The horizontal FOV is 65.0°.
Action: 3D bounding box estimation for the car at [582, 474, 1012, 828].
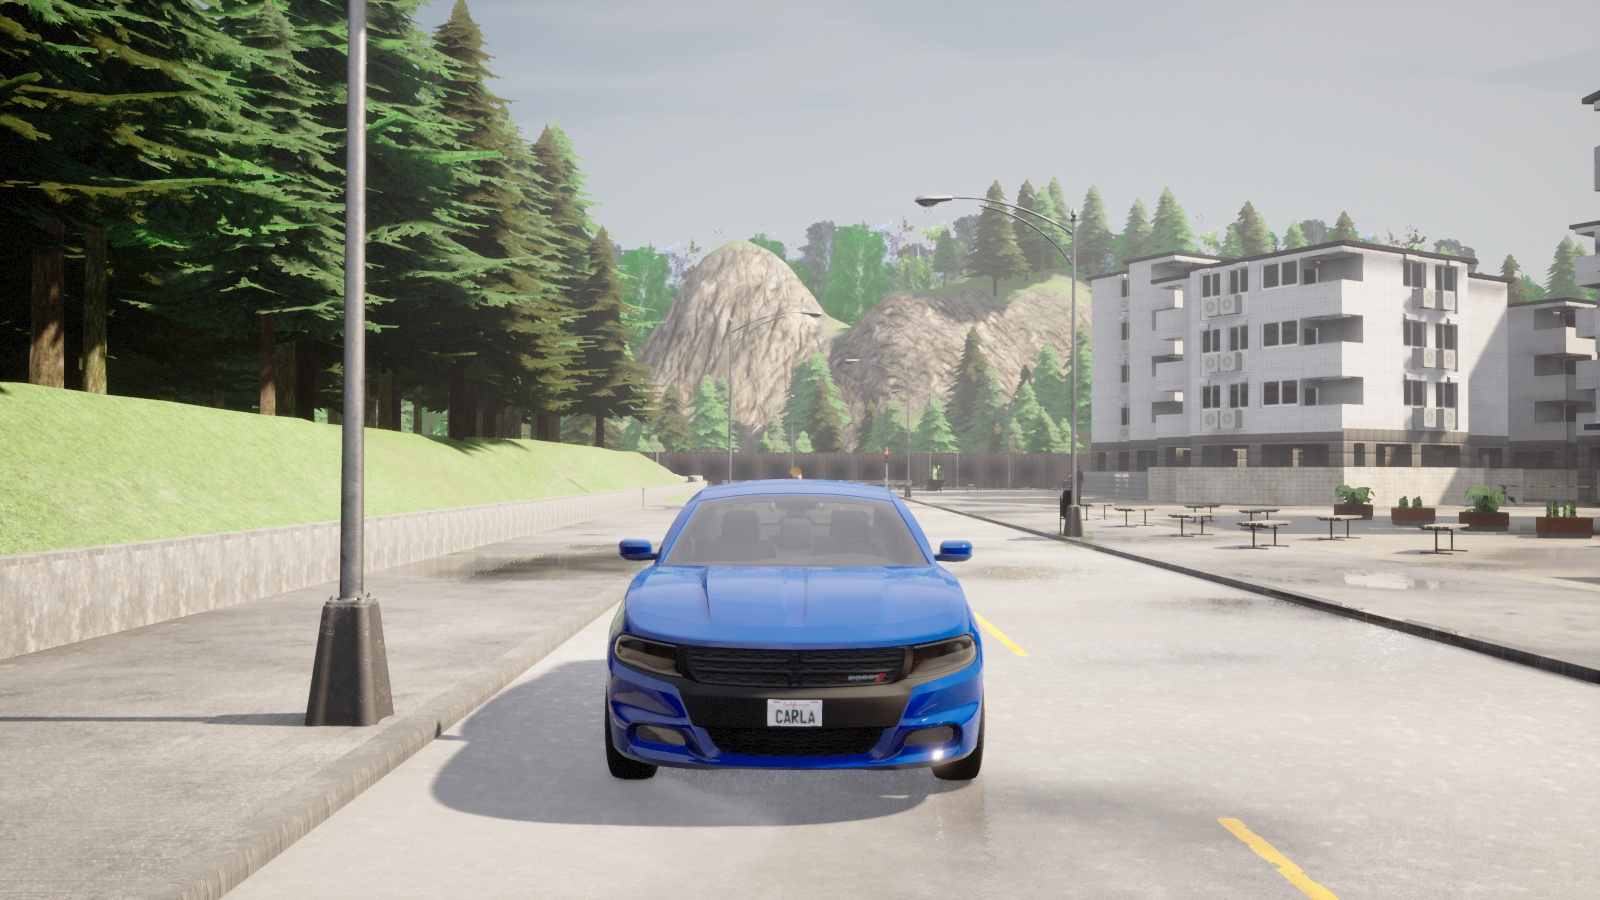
[{"bbox_3d":[-0.021,0.927,8.026,1.882,1.535,5.008,0,-1,0],"label":"car"}]
